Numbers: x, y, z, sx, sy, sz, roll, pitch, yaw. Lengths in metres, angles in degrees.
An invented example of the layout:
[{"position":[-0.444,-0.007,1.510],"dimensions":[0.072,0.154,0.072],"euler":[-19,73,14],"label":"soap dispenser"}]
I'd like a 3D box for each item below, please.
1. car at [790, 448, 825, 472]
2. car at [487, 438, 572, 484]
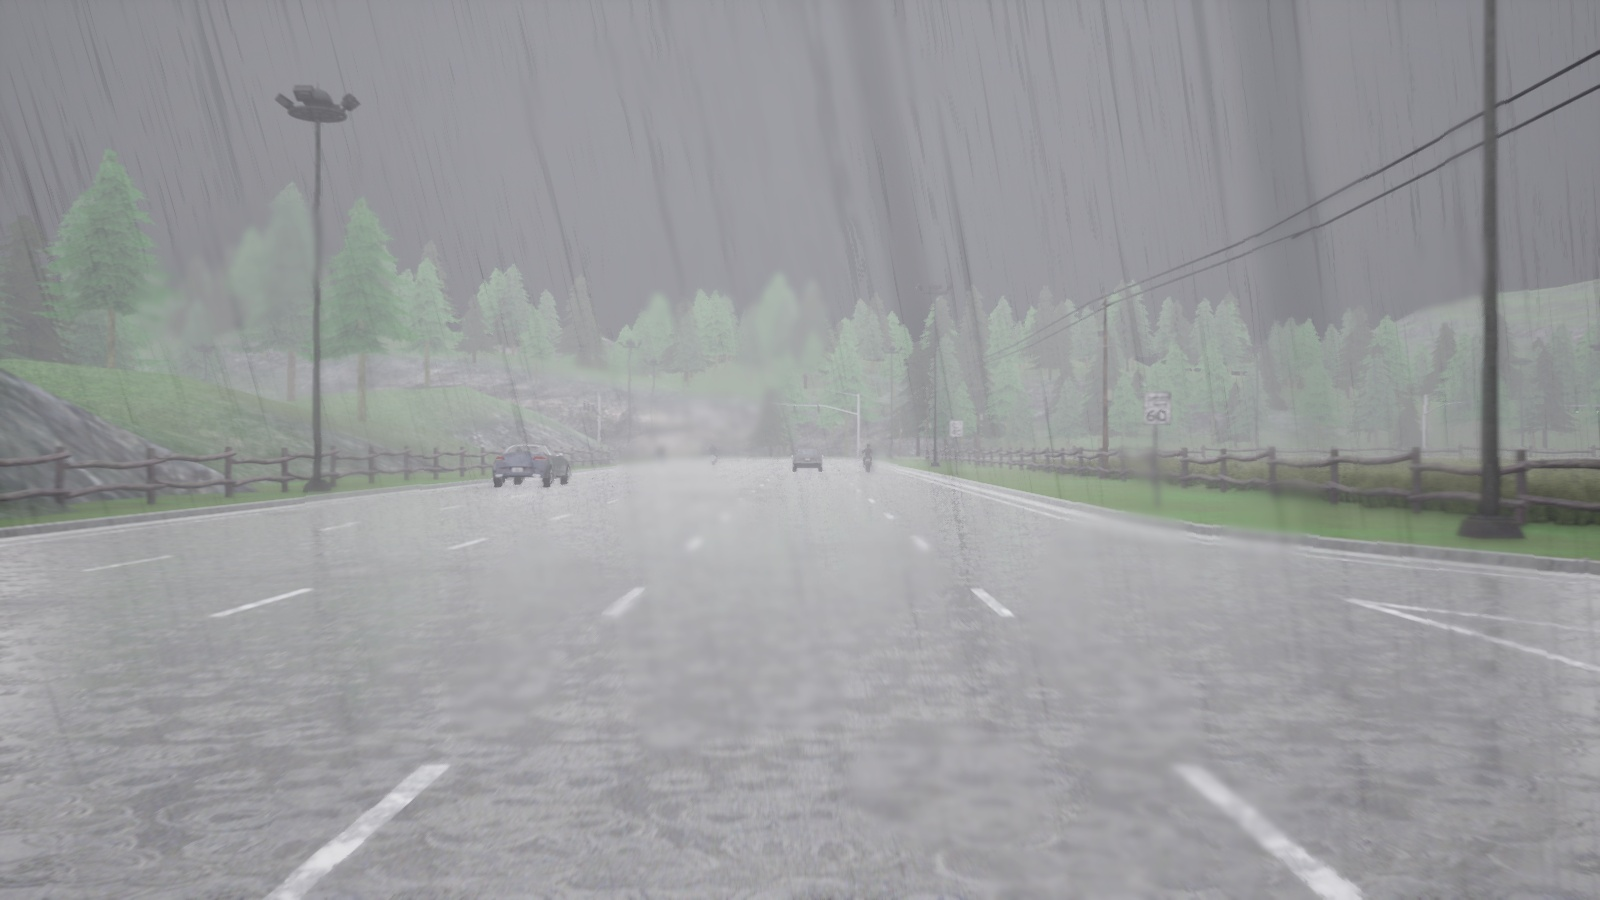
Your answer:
[{"position":[0.453,0.589,76.163],"dimensions":[2.033,1.411,5.357],"euler":[0,0,0],"label":"car"},{"position":[-10.210,0.388,47.828],"dimensions":[2.152,1.651,5.027],"euler":[0,0,0],"label":"car"}]
